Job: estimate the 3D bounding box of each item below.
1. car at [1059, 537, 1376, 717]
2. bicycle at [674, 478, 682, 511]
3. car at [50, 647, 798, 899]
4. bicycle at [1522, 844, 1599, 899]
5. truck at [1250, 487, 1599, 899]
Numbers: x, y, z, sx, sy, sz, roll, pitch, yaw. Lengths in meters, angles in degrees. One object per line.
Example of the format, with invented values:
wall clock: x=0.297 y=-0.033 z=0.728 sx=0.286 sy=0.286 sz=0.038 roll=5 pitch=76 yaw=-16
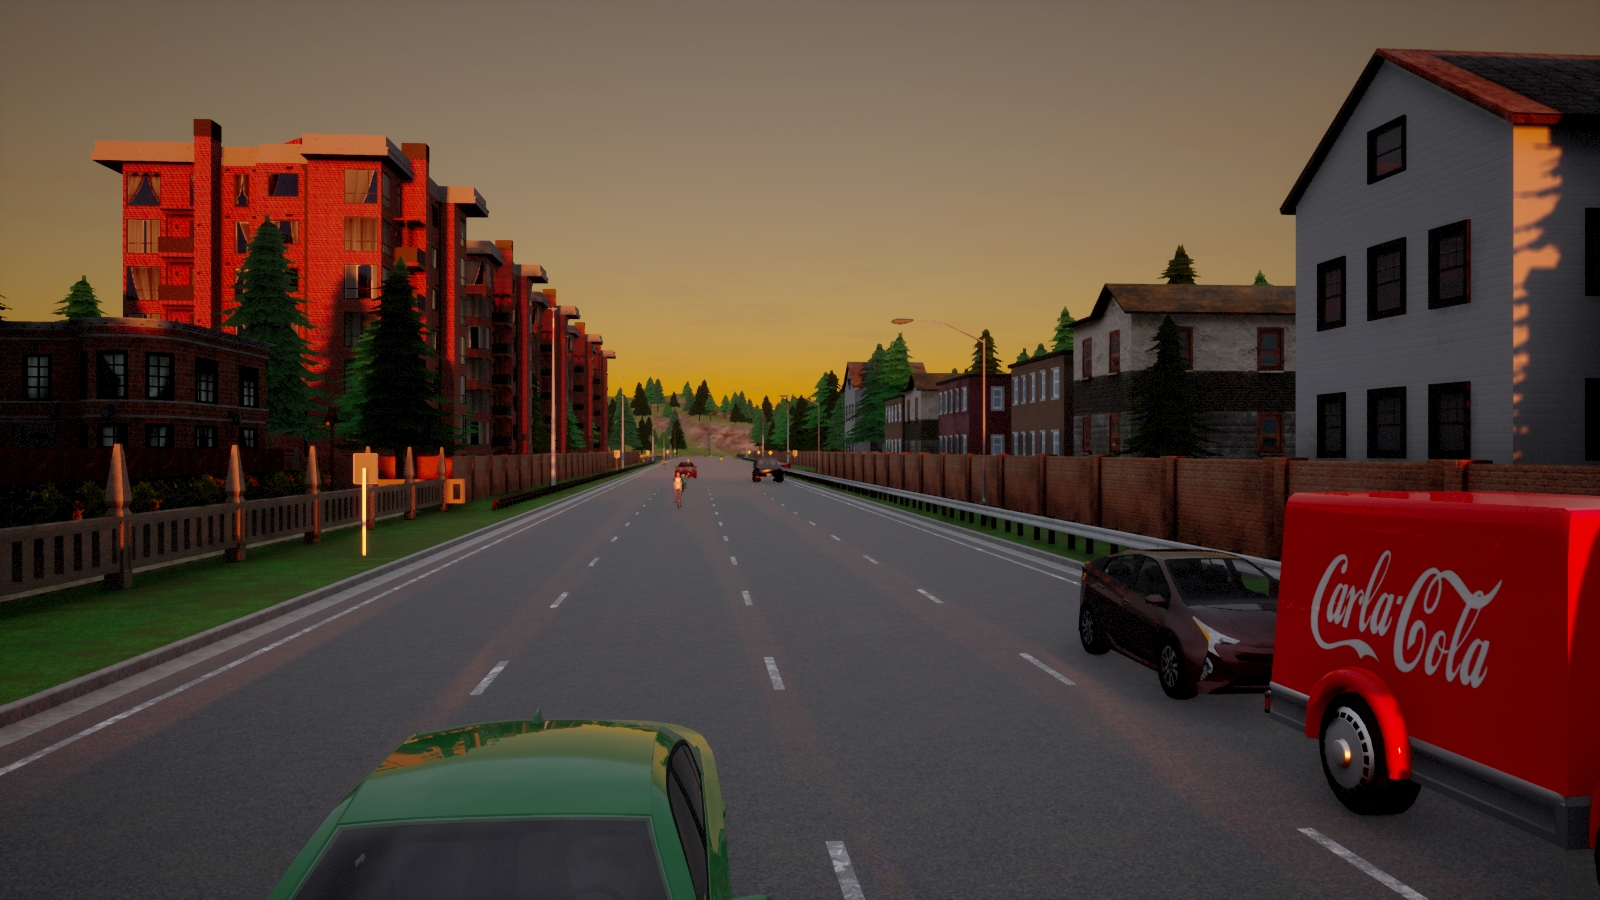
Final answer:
car: x=4.945 y=2.040 z=14.354 sx=2.007 sy=1.525 sz=4.514 roll=0 pitch=0 yaw=-5
bicycle: x=-5.680 y=2.056 z=53.165 sx=0.373 sy=1.496 sz=1.643 roll=0 pitch=0 yaw=-5
car: x=-1.202 y=2.034 z=4.748 sx=2.097 sy=1.535 sz=5.006 roll=0 pitch=0 yaw=-5
bicycle: x=2.623 y=2.056 z=2.959 sx=0.373 sy=1.496 sz=1.643 roll=0 pitch=0 yaw=-4
truck: x=5.566 y=1.568 z=7.740 sx=2.627 sy=2.467 sz=5.204 roll=0 pitch=0 yaw=-5
